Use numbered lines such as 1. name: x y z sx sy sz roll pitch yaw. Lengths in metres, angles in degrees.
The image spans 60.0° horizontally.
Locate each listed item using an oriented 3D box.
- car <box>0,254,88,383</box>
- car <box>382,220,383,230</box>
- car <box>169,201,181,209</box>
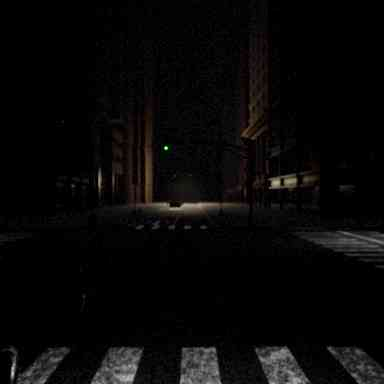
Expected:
1. car: -2.994 1.644 4.791 1.994 1.385 4.181 0 -1 0
2. car: 13.331 1.498 18.794 4.553 1.767 2.097 0 0 0
3. car: -3.085 2.257 60.062 1.994 1.385 4.181 0 -1 0
